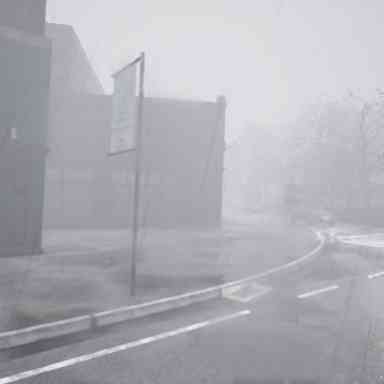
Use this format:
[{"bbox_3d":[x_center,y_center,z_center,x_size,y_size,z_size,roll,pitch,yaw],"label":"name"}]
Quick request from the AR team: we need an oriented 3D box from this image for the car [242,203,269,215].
[{"bbox_3d":[7.641,1.989,40.331,1.994,1.385,4.181,3,-1,-14],"label":"car"}]

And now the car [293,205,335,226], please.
[{"bbox_3d":[9.538,1.781,26.323,2.128,1.511,4.902,2,-1,-3],"label":"car"}]
